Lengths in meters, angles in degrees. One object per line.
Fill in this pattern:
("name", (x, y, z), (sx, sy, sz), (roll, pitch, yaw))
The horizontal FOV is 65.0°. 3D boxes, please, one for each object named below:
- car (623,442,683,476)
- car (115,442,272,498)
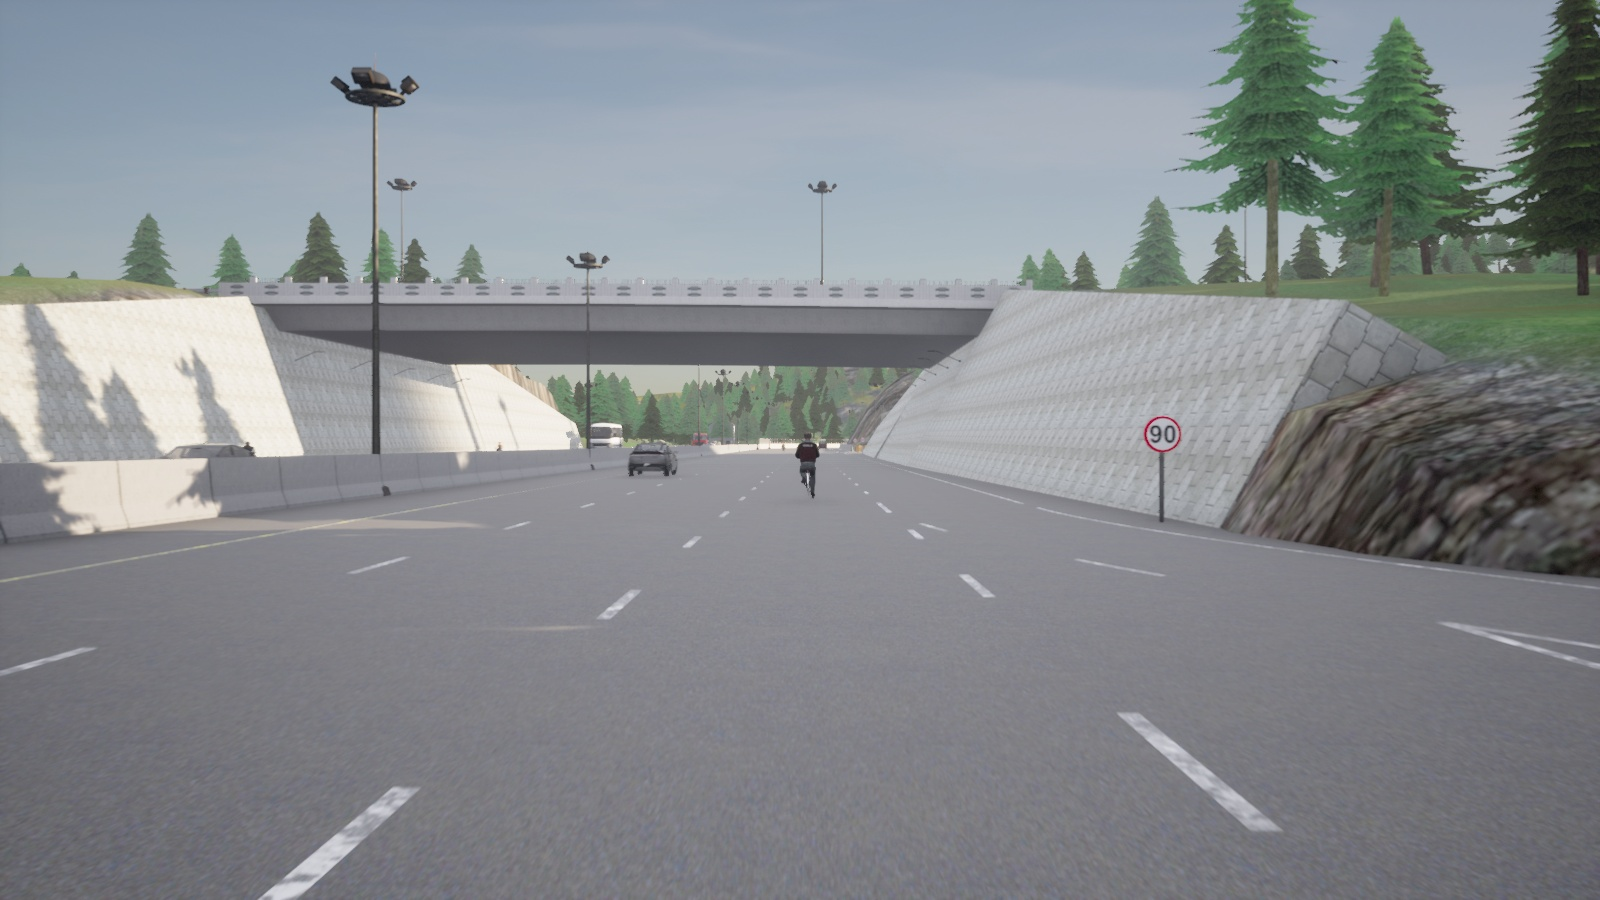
("car", (-6.659, 0.374, 57.312), (2.128, 1.511, 4.902), (0, 0, 0))
("car", (-17.280, 0.529, 36.069), (2.163, 1.488, 4.792), (0, 0, 0))
